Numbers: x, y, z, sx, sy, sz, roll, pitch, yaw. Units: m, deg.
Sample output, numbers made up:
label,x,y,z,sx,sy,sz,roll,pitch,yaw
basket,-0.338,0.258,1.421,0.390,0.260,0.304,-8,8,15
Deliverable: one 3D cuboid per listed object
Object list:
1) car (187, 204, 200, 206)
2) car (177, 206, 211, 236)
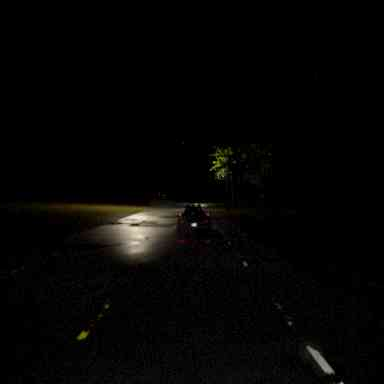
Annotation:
label,x,y,z,sx,sy,sz,roll,pitch,yaw
car,0.132,2.004,38.087,1.895,1.301,4.718,0,-1,0
car,0.116,1.772,20.051,1.994,1.385,4.181,0,-1,0
